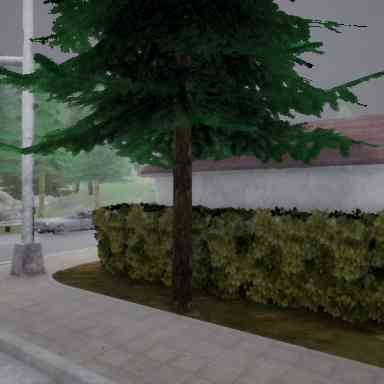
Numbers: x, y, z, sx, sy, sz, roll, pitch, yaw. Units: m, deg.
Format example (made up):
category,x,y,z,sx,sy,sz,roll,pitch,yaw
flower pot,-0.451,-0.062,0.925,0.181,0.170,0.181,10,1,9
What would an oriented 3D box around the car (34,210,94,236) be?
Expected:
category,x,y,z,sx,sy,sz,roll,pitch,yaw
car,-7.107,1.792,19.990,1.895,1.301,4.718,0,0,35
